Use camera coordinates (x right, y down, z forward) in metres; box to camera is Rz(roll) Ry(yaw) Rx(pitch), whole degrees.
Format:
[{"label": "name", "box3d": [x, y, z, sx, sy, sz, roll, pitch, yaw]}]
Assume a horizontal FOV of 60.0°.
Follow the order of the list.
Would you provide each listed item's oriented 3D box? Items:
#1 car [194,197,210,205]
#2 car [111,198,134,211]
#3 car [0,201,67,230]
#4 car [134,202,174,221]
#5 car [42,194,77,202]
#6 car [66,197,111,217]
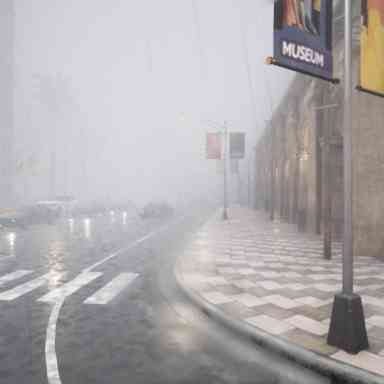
[{"label": "car", "box3d": [1.765, 1.569, 58.598, 1.837, 1.490, 4.892, -2, -1, 20]}, {"label": "car", "box3d": [-8.288, 1.521, 40.792, 1.812, 1.442, 4.674, 0, 0, 7]}, {"label": "car", "box3d": [-10.604, 1.545, 21.613, 2.033, 1.411, 5.357, 0, 0, 6]}, {"label": "car", "box3d": [-2.817, 1.547, 27.182, 2.033, 1.411, 5.357, 0, 0, 7]}, {"label": "car", "box3d": [-12.896, 1.217, 32.135, 2.150, 2.045, 5.566, 0, 0, 7]}, {"label": "car", "box3d": [-9.506, 1.522, 30.978, 1.812, 1.442, 4.674, 0, 0, 7]}]
